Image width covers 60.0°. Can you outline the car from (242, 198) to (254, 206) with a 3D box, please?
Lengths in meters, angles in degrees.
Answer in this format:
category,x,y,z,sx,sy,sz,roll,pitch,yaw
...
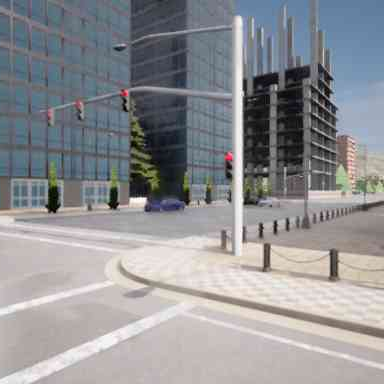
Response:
category,x,y,z,sx,sy,sz,roll,pitch,yaw
car,9.503,1.515,50.852,1.895,1.301,4.718,0,0,36

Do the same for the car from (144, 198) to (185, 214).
category,x,y,z,sx,sy,sz,roll,pitch,yaw
car,-2.723,1.390,33.873,1.882,1.535,5.008,0,0,36

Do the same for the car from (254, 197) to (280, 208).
category,x,y,z,sx,sy,sz,roll,pitch,yaw
car,10.962,1.444,46.920,1.812,1.442,4.674,0,0,36
